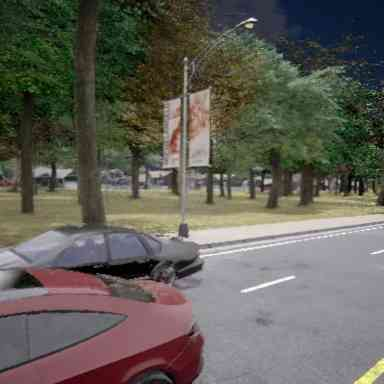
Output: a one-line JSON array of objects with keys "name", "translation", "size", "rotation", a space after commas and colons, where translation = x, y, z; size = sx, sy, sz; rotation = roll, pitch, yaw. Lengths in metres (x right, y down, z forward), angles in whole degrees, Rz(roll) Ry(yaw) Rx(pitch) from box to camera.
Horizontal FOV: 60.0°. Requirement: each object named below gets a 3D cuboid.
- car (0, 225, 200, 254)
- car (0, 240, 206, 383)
[{"name": "car", "translation": [-2.149, 1.408, 6.674], "size": [5.357, 1.411, 2.033], "rotation": [1, 1, -41]}, {"name": "car", "translation": [-1.923, 1.441, 2.538], "size": [4.674, 1.442, 1.812], "rotation": [1, 1, -41]}]
